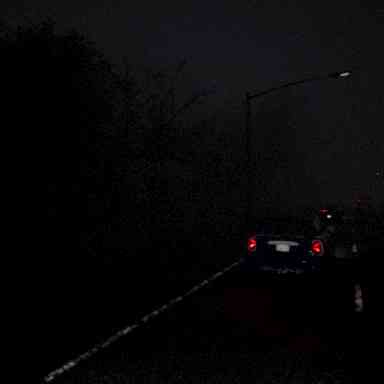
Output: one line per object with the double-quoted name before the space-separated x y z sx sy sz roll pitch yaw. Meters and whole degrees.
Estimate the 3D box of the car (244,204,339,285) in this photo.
"car" 3.154 1.411 10.118 2.097 1.767 4.553 0 0 25

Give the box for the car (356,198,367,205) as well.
"car" 33.623 1.855 66.144 1.812 1.442 4.674 0 0 25

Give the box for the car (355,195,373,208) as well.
"car" 27.581 1.487 53.264 2.150 2.045 5.566 0 0 25

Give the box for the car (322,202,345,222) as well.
"car" 11.721 1.655 28.096 1.837 1.490 4.892 0 0 25
